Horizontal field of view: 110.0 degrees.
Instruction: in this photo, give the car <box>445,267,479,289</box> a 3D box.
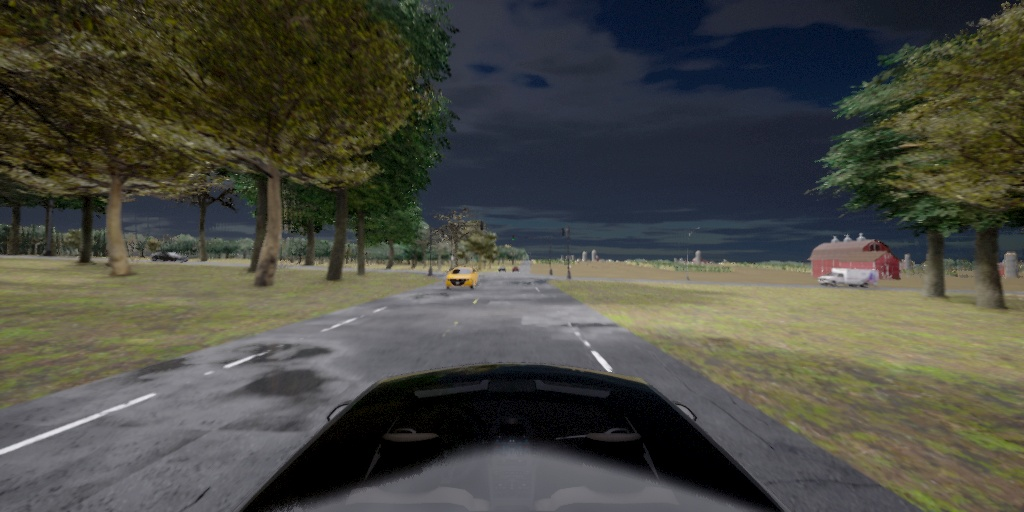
[{"bbox_3d":[-3.551,1.539,26.107,1.882,1.535,5.008,0,-1,1],"label":"car"}]
